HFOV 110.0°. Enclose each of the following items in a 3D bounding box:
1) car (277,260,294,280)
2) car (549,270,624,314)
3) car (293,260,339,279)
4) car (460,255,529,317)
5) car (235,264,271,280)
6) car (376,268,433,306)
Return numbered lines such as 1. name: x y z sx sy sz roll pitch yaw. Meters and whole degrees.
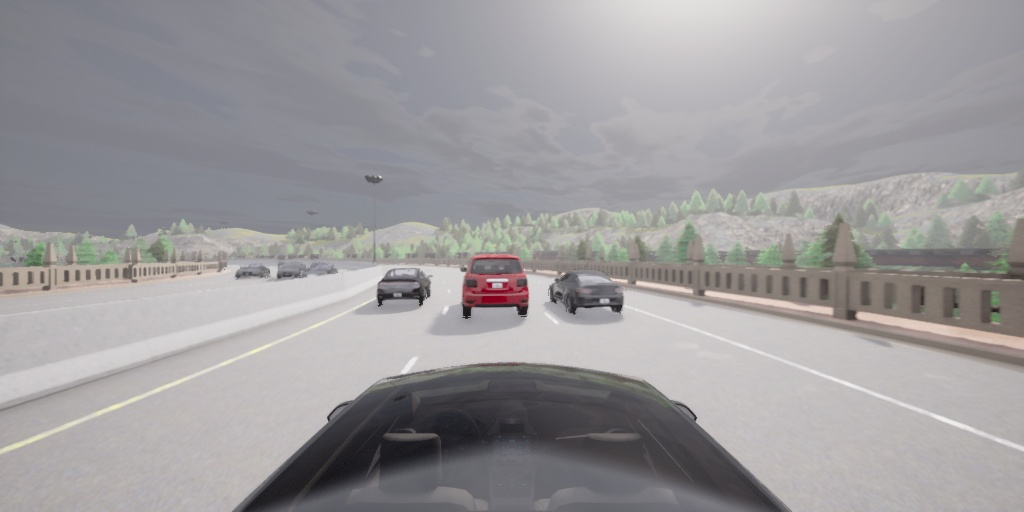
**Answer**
1. car: -19.943 1.326 32.710 1.837 1.490 4.892 0 0 -21
2. car: 2.703 1.267 13.685 1.812 1.442 4.674 0 0 -6
3. car: -14.437 1.293 27.162 2.128 1.511 4.902 0 0 -16
4. car: -0.733 0.975 13.373 2.150 2.045 5.566 0 0 -6
5. car: -23.921 1.399 33.271 1.994 1.385 4.181 0 0 -22
6. car: -4.654 1.259 15.911 2.128 1.511 4.902 0 0 -8
